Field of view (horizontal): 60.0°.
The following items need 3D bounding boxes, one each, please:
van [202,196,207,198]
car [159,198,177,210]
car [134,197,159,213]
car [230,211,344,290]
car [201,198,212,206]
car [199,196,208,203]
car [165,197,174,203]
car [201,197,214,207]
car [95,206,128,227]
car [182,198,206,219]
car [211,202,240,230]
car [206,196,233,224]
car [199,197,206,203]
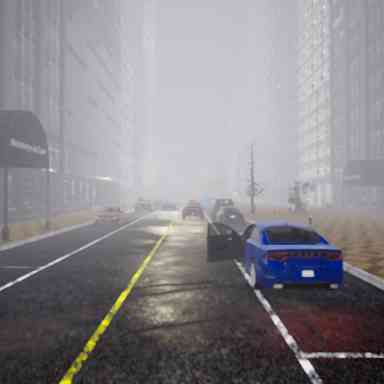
[{"bbox_3d":[2.675,1.579,51.608,1.690,1.788,3.998,0,0,0],"label":"van"},{"bbox_3d":[-3.033,1.812,45.565,1.895,1.301,4.718,0,0,0],"label":"car"},{"bbox_3d":[-5.701,1.503,40.526,2.192,1.841,5.009,0,0,0],"label":"car"},{"bbox_3d":[2.358,1.521,9.236,1.882,1.535,5.008,0,0,0],"label":"car"},{"bbox_3d":[2.670,1.814,62.855,1.752,1.417,4.829,0,0,0],"label":"car"},{"bbox_3d":[2.664,1.804,79.304,1.967,1.590,4.097,0,0,0],"label":"car"},{"bbox_3d":[-5.719,1.940,84.839,2.008,1.369,4.403,0,0,0],"label":"car"},{"bbox_3d":[2.672,1.703,57.147,1.967,1.590,4.097,0,0,0],"label":"car"},{"bbox_3d":[-5.695,1.694,23.907,1.802,1.307,4.206,0,0,0],"label":"car"},{"bbox_3d":[0.087,1.634,30.737,2.128,1.511,4.902,0,0,0],"label":"car"},{"bbox_3d":[2.685,1.677,23.911,1.947,1.339,4.313,0,0,0],"label":"car"},{"bbox_3d":[2.684,1.452,29.451,2.192,1.841,5.009,0,0,0],"label":"car"},{"bbox_3d":[2.661,1.915,85.012,1.752,1.417,4.829,0,0,0],"label":"car"}]
